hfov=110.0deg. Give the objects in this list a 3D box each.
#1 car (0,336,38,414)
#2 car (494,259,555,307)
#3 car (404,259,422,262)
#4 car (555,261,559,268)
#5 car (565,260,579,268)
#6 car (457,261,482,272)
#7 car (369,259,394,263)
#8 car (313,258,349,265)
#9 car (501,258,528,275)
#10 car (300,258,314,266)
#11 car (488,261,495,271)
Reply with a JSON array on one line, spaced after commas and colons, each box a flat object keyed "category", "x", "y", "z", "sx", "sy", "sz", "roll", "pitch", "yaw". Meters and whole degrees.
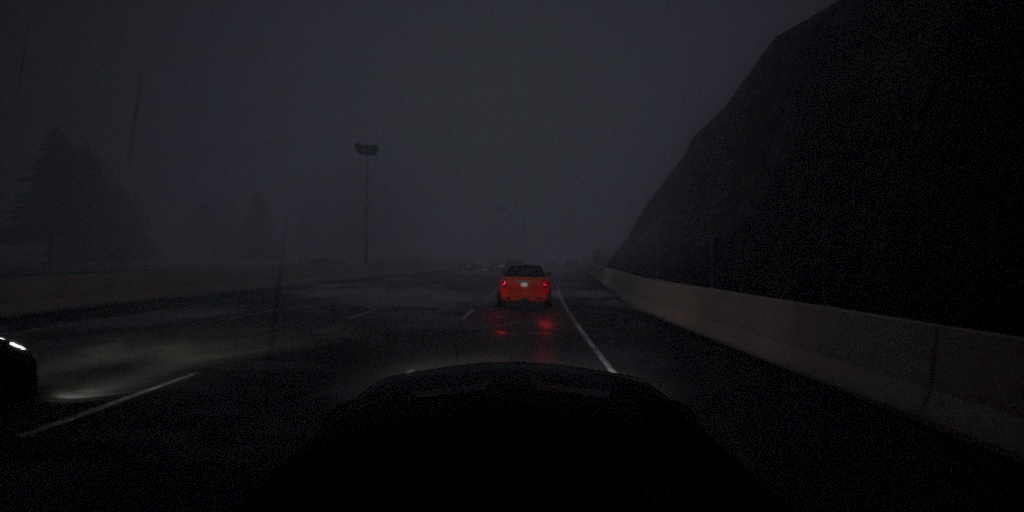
[{"category": "car", "x": -6.875, "y": 1.033, "z": 2.456, "sx": 2.097, "sy": 1.767, "sz": 4.553, "roll": 1, "pitch": 0, "yaw": 0}, {"category": "car", "x": 0.663, "y": 1.112, "z": 15.761, "sx": 2.097, "sy": 1.767, "sz": 4.553, "roll": 1, "pitch": 0, "yaw": 5}, {"category": "car", "x": -14.652, "y": 1.161, "z": 52.651, "sx": 2.033, "sy": 1.411, "sz": 5.357, "roll": 1, "pitch": 0, "yaw": 15}, {"category": "car", "x": 7.007, "y": 1.397, "z": 63.416, "sx": 1.994, "sy": 1.385, "sz": 4.181, "roll": 0, "pitch": 0, "yaw": 20}, {"category": "car", "x": 10.580, "y": 1.361, "z": 63.094, "sx": 2.128, "sy": 1.511, "sz": 4.902, "roll": 0, "pitch": 0, "yaw": 20}, {"category": "car", "x": -5.443, "y": 1.306, "z": 46.700, "sx": 1.895, "sy": 1.301, "sz": 4.718, "roll": 1, "pitch": 0, "yaw": 14}, {"category": "car", "x": -18.678, "y": 1.120, "z": 51.062, "sx": 2.033, "sy": 1.411, "sz": 5.357, "roll": 1, "pitch": 0, "yaw": 14}, {"category": "car", "x": -23.205, "y": 1.089, "z": 46.886, "sx": 1.994, "sy": 1.385, "sz": 4.181, "roll": 1, "pitch": 0, "yaw": 13}, {"category": "car", "x": 0.378, "y": 1.114, "z": 39.327, "sx": 2.097, "sy": 1.767, "sz": 4.553, "roll": 1, "pitch": 0, "yaw": 12}, {"category": "car", "x": -26.403, "y": 0.998, "z": 48.601, "sx": 1.837, "sy": 1.490, "sz": 4.892, "roll": 1, "pitch": 0, "yaw": 13}, {"category": "car", "x": -1.612, "y": 1.344, "z": 47.708, "sx": 1.895, "sy": 1.301, "sz": 4.718, "roll": 1, "pitch": 0, "yaw": 15}]
